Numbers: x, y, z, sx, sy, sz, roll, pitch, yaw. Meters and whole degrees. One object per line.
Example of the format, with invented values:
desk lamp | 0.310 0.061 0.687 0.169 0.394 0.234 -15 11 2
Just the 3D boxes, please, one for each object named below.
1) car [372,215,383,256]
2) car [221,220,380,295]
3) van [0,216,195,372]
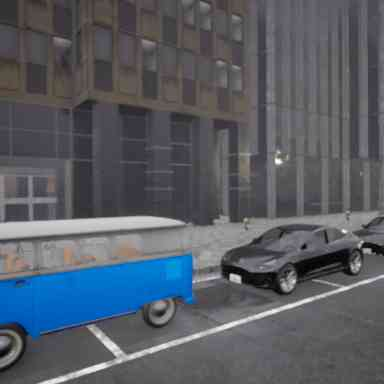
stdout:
car | 7.321 1.486 11.873 4.313 1.339 1.947 0 0 -35
car | 2.732 1.522 8.600 4.313 1.339 1.947 0 0 -35
van | -1.859 1.332 5.326 3.998 1.788 1.690 0 0 -35
